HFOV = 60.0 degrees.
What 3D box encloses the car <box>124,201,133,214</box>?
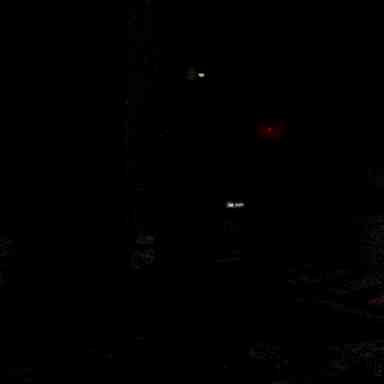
[{"bbox_3d":[-8.419,1.687,37.935,1.882,1.535,5.008,0,0,-35],"label":"car"}]
